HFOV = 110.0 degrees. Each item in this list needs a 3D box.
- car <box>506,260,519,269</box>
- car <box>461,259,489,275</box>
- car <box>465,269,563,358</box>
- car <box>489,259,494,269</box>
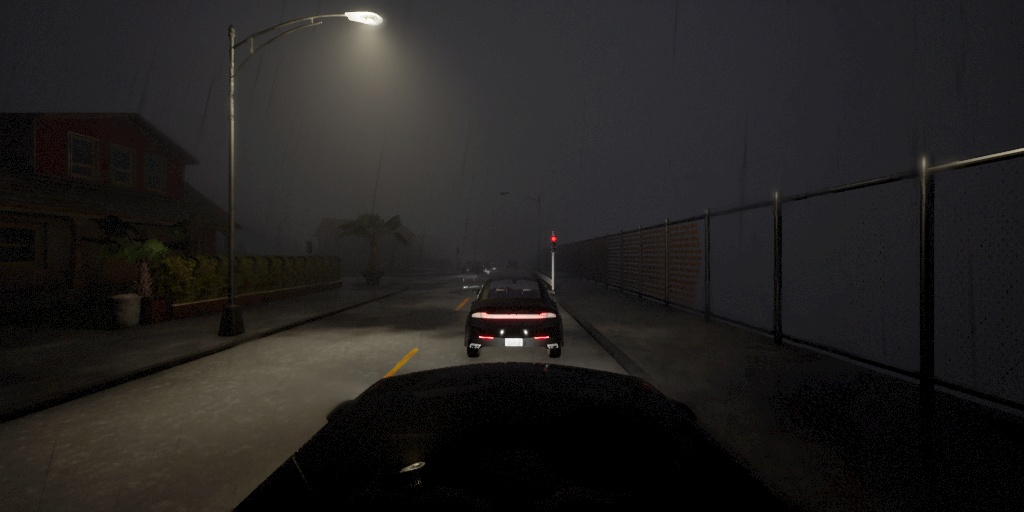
[{"bbox_3d":[0.079,1.297,57.288,2.033,1.411,5.357,0,0,0],"label":"car"},{"bbox_3d":[-4.342,1.242,39.836,2.128,1.511,4.902,0,0,6],"label":"car"},{"bbox_3d":[0.052,1.242,8.472,2.128,1.511,4.902,0,0,0],"label":"car"},{"bbox_3d":[-4.112,1.314,52.890,1.994,1.385,4.181,0,0,0],"label":"car"}]
